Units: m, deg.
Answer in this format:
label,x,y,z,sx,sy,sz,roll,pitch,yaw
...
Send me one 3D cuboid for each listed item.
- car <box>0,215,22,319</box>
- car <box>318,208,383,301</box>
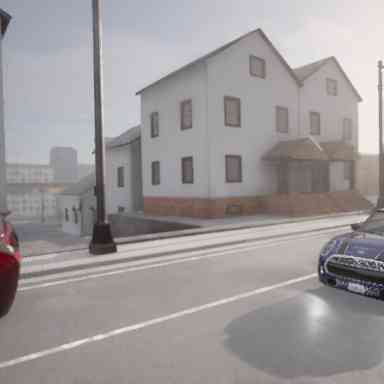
label,x,y,z,sx,sy,sz,roll,pitch,yaw
car,-4.276,1.466,3.942,4.181,1.994,1.385,-4,42,-42
car,4.862,1.124,7.455,4.553,1.767,2.097,-2,1,-35
